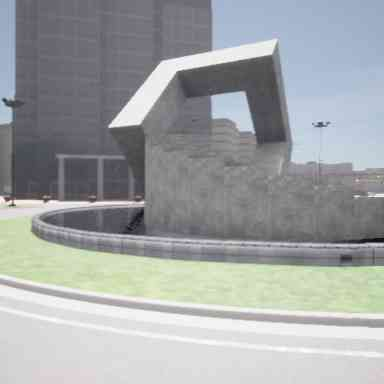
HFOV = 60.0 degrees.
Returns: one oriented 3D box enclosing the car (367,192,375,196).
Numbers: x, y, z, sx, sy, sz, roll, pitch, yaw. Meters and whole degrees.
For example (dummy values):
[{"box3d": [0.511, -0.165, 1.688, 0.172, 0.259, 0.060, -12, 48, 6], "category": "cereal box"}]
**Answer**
[{"box3d": [41.708, 0.832, 77.921, 2.097, 1.767, 4.553, 1, 1, 28], "category": "car"}]
